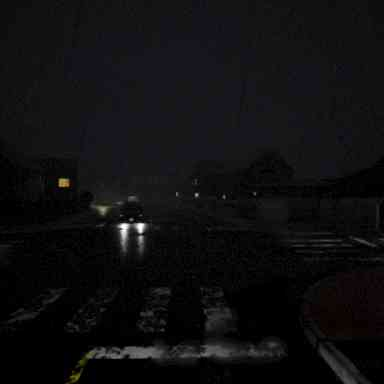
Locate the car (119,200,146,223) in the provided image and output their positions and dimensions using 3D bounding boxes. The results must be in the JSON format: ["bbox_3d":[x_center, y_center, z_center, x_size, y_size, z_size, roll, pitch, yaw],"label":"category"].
[{"bbox_3d":[-4.684,1.605,26.477,2.033,1.411,5.357,0,0,-7],"label":"car"}]
